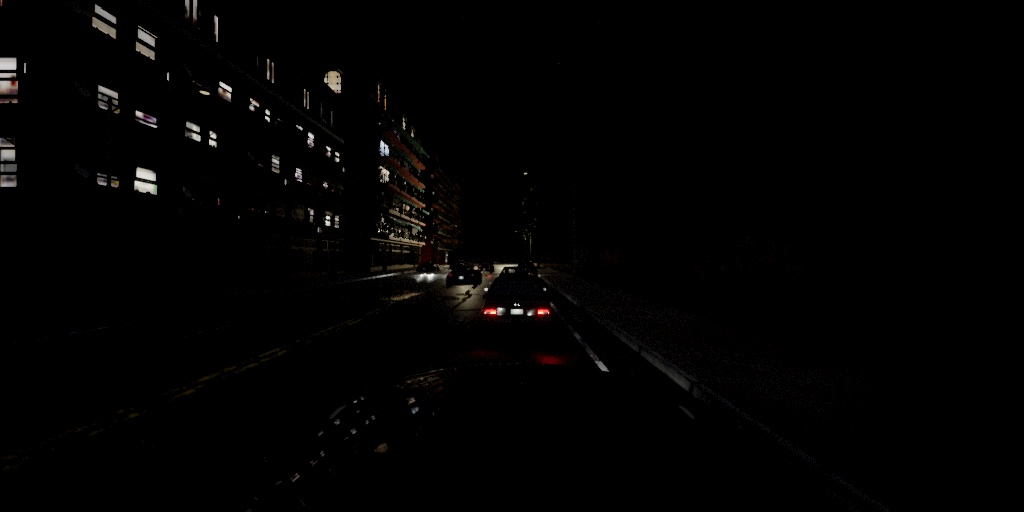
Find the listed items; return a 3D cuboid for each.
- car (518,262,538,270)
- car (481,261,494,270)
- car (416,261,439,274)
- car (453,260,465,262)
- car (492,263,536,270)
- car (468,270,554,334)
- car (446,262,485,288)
[{"bbox_3d":[1.155,1.259,30.702,1.837,1.490,4.892,0,0,0],"label":"car"},{"bbox_3d":[-3.124,1.280,42.833,1.812,1.442,4.674,0,0,0],"label":"car"},{"bbox_3d":[-9.826,1.318,42.046,1.994,1.385,4.181,0,0,0],"label":"car"},{"bbox_3d":[-6.575,1.245,44.108,2.128,1.511,4.902,0,0,0],"label":"car"},{"bbox_3d":[0.111,1.301,20.934,2.033,1.411,5.357,0,0,0],"label":"car"},{"bbox_3d":[0.107,1.299,10.573,2.033,1.411,5.357,0,0,0],"label":"car"},{"bbox_3d":[-3.137,1.317,24.120,1.994,1.385,4.181,0,0,0],"label":"car"}]
